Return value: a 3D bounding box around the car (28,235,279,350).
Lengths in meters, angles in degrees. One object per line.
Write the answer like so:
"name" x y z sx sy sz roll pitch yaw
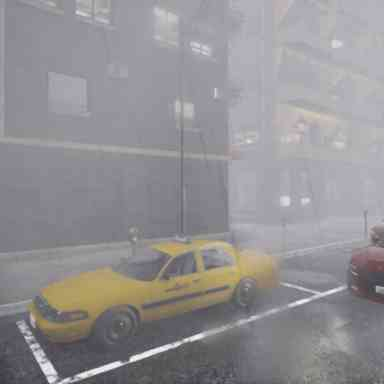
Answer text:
"car" -0.391 1.548 6.303 4.829 1.417 1.752 -1 1 -36

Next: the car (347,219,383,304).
"car" 5.370 1.419 7.342 5.008 1.535 1.882 -1 0 -36
